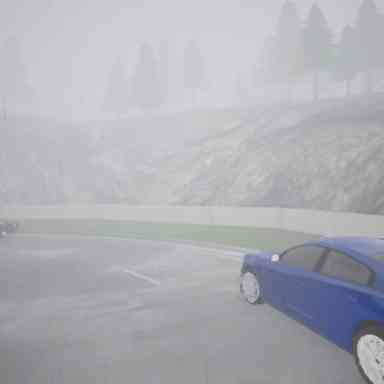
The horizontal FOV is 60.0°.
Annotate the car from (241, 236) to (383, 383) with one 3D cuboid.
[{"bbox_3d":[2.499,1.444,5.312,1.882,1.535,5.008,0,0,-17],"label":"car"}]

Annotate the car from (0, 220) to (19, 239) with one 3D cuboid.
[{"bbox_3d":[-11.123,1.712,16.122,4.718,1.301,1.895,-1,0,8],"label":"car"}]
